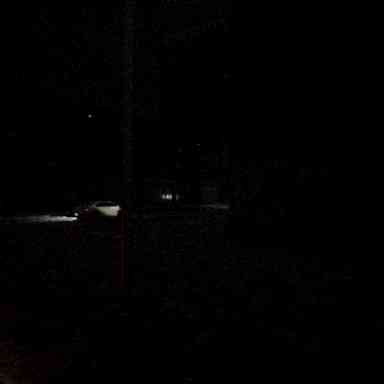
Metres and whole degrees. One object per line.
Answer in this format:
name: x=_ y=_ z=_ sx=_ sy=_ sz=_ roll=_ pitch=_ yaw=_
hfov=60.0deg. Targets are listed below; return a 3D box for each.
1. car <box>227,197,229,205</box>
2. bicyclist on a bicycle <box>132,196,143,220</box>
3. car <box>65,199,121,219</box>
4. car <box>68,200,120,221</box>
car: x=7.403 y=0.969 z=49.814 sx=2.150 sy=2.045 sz=5.566 roll=1 pitch=0 yaw=36
bicyclist on a bicycle: x=-4.065 y=1.148 z=23.771 sx=1.656 sy=1.620 sz=0.582 roll=0 pitch=0 yaw=35
car: x=-8.235 y=1.349 z=28.016 sx=1.994 sy=1.385 sz=4.181 roll=1 pitch=1 yaw=35
car: x=-6.727 y=1.343 z=25.116 sx=1.812 sy=1.442 sz=4.674 roll=1 pitch=1 yaw=36
